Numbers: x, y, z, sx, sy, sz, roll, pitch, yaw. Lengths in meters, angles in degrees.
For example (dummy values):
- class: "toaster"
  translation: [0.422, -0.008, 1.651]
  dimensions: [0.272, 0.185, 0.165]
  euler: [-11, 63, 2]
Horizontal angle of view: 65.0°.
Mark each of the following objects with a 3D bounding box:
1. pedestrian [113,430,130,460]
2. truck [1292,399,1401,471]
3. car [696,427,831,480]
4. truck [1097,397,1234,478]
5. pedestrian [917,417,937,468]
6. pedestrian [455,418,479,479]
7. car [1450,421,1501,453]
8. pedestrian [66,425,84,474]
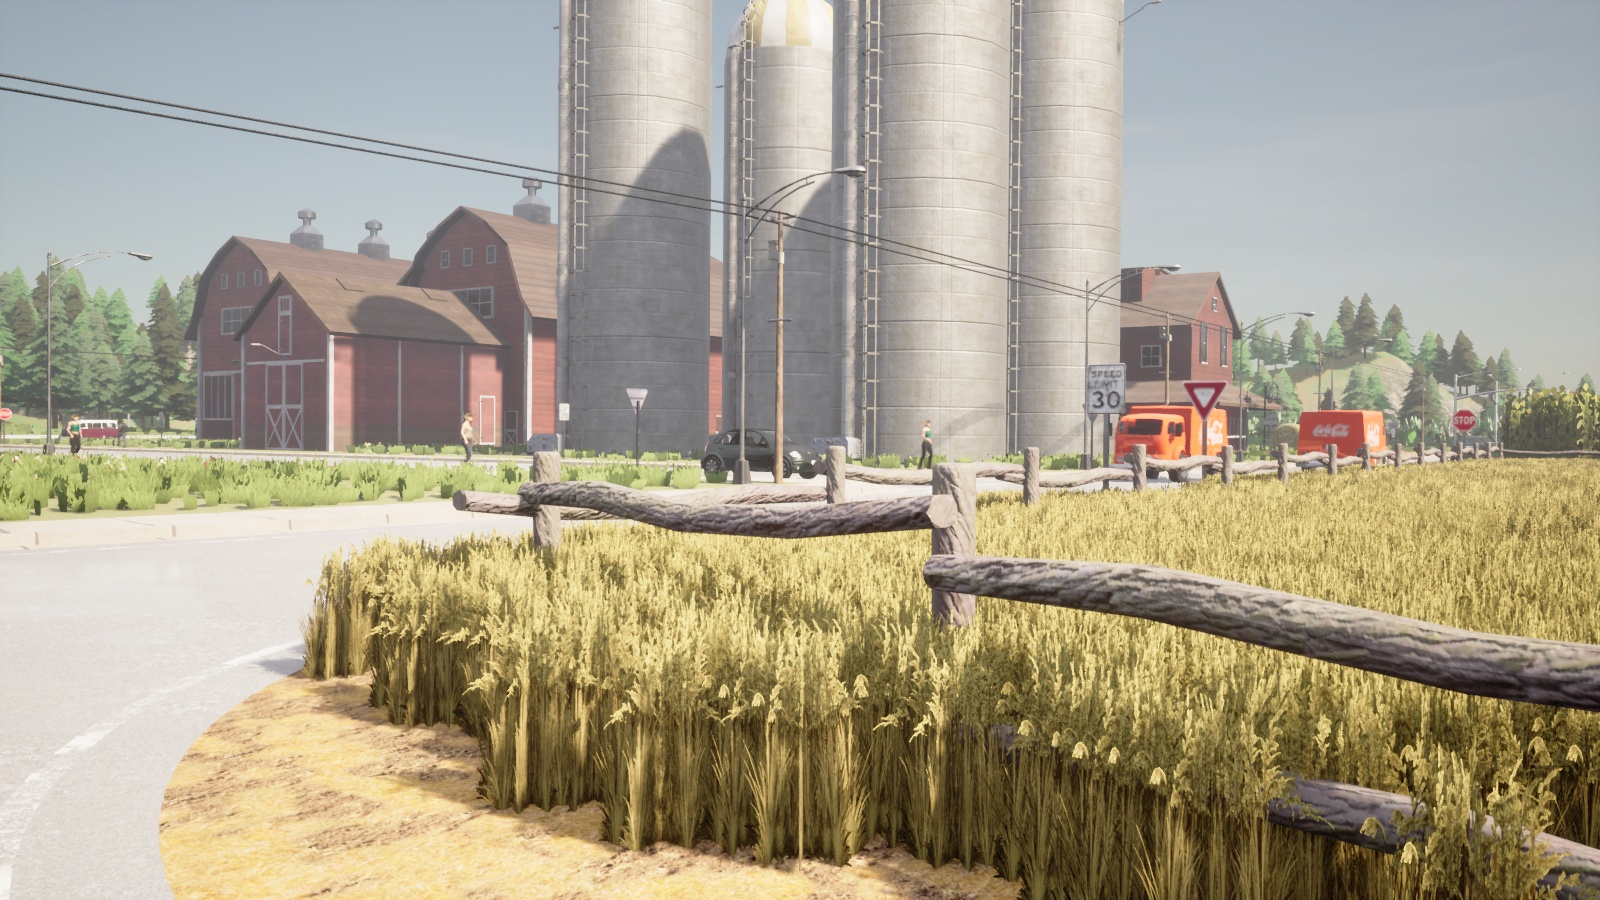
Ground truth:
- class: "pedestrian"
  translation: [-42.624, -0.304, 78.882]
  dimensions: [0.849, 1.883, 0.563]
  euler: [0, 1, 34]
- class: "truck"
  translation: [20.157, -0.568, 46.222]
  dimensions: [2.627, 2.467, 5.204]
  euler: [0, 1, 36]
- class: "car"
  translation: [-1.192, 0.091, 40.225]
  dimensions: [3.988, 1.617, 1.851]
  euler: [0, 1, 35]
- class: "truck"
  translation: [12.115, -0.423, 41.423]
  dimensions: [2.627, 2.467, 5.204]
  euler: [1, 1, 37]
- class: "pedestrian"
  translation: [4.563, -0.271, 45.148]
  dimensions: [0.345, 1.836, 0.594]
  euler: [-1, 1, -42]
- class: "pedestrian"
  translation: [-10.192, -0.045, 38.405]
  dimensions: [0.594, 1.836, 0.345]
  euler: [0, 1, 9]
- class: "car"
  translation: [39.622, -0.774, 73.616]
  dimensions: [2.097, 1.767, 4.553]
  euler: [0, 1, 35]
- class: "pedestrian"
  translation: [-27.539, -0.015, 47.704]
  dimensions: [0.594, 1.836, 0.345]
  euler: [0, 1, 32]
